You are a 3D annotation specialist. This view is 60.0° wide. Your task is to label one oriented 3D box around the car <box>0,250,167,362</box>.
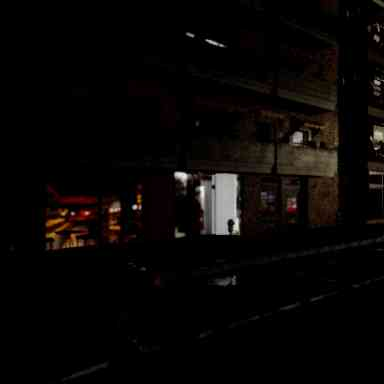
[{"bbox_3d":[-2.367,1.579,4.870,4.206,1.307,1.802,0,0,-35],"label":"car"}]
